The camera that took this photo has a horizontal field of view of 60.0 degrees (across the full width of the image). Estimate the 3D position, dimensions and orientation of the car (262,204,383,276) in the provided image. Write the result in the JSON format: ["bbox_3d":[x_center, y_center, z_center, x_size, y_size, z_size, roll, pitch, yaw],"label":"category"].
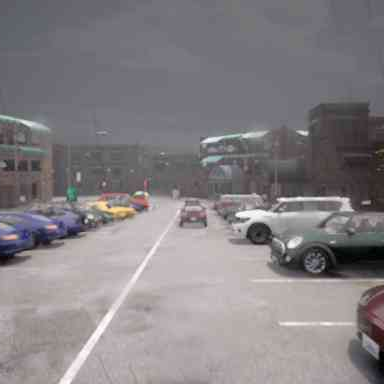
[{"bbox_3d":[4.677,1.368,9.860,4.553,1.767,2.185,0,0,0],"label":"car"}]

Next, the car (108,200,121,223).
[{"bbox_3d":[-7.696,1.513,22.696,4.892,1.521,2.231,0,0,0],"label":"car"}]

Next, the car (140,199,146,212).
[{"bbox_3d":[-7.701,1.501,34.471,5.008,1.535,2.097,0,0,0],"label":"car"}]

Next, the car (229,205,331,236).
[{"bbox_3d":[4.636,1.505,18.117,5.008,1.535,2.097,0,0,0],"label":"car"}]

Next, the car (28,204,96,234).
[{"bbox_3d":[-7.717,1.534,16.945,4.792,1.488,2.163,0,0,0],"label":"car"}]

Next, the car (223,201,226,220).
[{"bbox_3d":[4.647,1.510,20.909,4.892,1.521,2.231,0,0,0],"label":"car"}]

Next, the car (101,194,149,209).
[{"bbox_3d":[-7.669,1.206,37.412,5.566,2.045,2.435,0,1,0],"label":"car"}]

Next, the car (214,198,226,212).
[{"bbox_3d":[4.643,1.522,29.288,4.892,1.521,2.231,0,0,0],"label":"car"}]

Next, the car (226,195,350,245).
[{"bbox_3d":[4.615,1.250,15.322,5.566,2.045,2.435,0,0,0],"label":"car"}]

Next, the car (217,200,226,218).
[{"bbox_3d":[4.640,1.557,26.498,4.674,1.452,2.002,0,0,0],"label":"car"}]

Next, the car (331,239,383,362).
[{"bbox_3d":[4.618,1.515,4.149,4.792,1.488,2.163,0,0,0],"label":"car"}]

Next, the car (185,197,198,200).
[{"bbox_3d":[-0.062,1.400,40.415,2.128,1.511,4.902,0,1,-3],"label":"car"}]

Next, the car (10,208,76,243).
[{"bbox_3d":[-7.683,1.540,14.006,4.674,1.452,2.002,0,0,0],"label":"car"}]

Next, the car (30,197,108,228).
[{"bbox_3d":[-7.720,1.383,19.883,4.553,1.767,2.185,0,0,0],"label":"car"}]

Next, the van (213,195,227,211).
[{"bbox_3d":[4.519,1.293,32.081,4.442,1.987,1.878,0,0,0],"label":"van"}]

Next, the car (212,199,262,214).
[{"bbox_3d":[4.628,1.497,34.890,4.892,1.521,2.231,0,1,0],"label":"car"}]

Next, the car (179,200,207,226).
[{"bbox_3d":[0.090,1.558,23.530,1.812,1.442,4.674,0,0,0],"label":"car"}]

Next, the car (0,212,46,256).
[{"bbox_3d":[-7.682,1.536,10.943,4.674,1.452,2.002,0,0,0],"label":"car"}]

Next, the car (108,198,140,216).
[{"bbox_3d":[-7.508,1.517,28.699,5.366,1.575,1.946,0,0,0],"label":"car"}]

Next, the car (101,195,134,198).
[{"bbox_3d":[-7.664,1.394,31.640,4.553,1.767,2.185,0,0,0],"label":"car"}]

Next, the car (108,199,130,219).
[{"bbox_3d":[-7.877,1.513,25.759,5.366,1.575,1.946,0,0,0],"label":"car"}]
